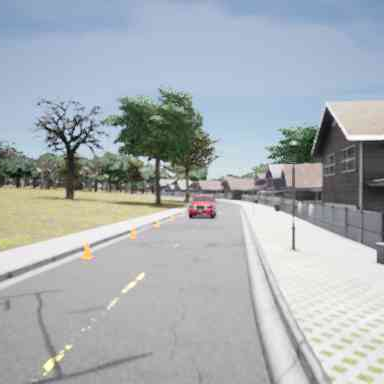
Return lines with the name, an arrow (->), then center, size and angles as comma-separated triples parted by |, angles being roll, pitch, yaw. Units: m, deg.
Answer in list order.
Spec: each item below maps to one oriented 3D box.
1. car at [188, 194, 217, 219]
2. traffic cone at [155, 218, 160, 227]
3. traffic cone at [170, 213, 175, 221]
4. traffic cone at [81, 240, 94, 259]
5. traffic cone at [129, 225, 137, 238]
car -> 1.029, 1.225, 29.687 | 2.150, 2.045, 5.566 | 0, 0, 7
traffic cone -> -2.171, 1.924, 21.019 | 0.340, 0.580, 0.340 | 0, 0, 8
traffic cone -> -1.506, 1.939, 25.974 | 0.340, 0.580, 0.340 | 0, 0, 8
traffic cone -> -3.502, 1.902, 11.107 | 0.340, 0.580, 0.340 | 0, 0, 8
traffic cone -> -2.836, 1.910, 16.063 | 0.340, 0.580, 0.340 | 0, 0, 8
